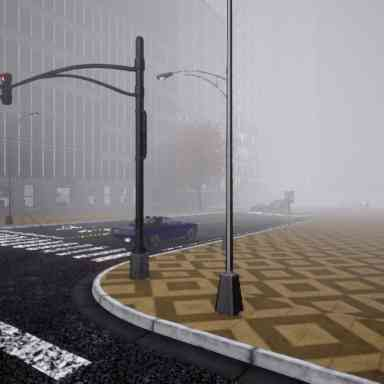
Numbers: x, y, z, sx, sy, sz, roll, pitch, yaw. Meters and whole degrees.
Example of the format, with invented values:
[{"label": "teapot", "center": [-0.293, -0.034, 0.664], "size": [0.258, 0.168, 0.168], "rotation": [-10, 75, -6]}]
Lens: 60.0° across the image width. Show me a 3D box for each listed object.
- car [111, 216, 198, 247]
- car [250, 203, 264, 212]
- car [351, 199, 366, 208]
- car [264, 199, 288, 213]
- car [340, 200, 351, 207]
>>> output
[{"label": "car", "center": [-1.628, 1.859, 16.499], "size": [1.895, 1.301, 4.718], "rotation": [0, -1, 33]}, {"label": "car", "center": [11.061, 2.497, 54.048], "size": [1.994, 1.385, 4.181], "rotation": [0, -1, 33]}, {"label": "car", "center": [42.288, 3.147, 84.351], "size": [1.882, 1.535, 5.008], "rotation": [0, -1, 33]}, {"label": "car", "center": [13.776, 2.158, 52.262], "size": [2.150, 2.045, 5.566], "rotation": [0, -1, 33]}, {"label": "car", "center": [39.560, 3.205, 86.117], "size": [2.033, 1.411, 5.357], "rotation": [0, -1, 33]}]
